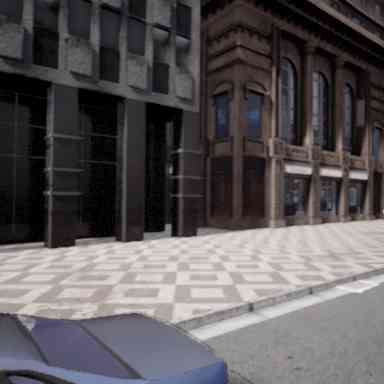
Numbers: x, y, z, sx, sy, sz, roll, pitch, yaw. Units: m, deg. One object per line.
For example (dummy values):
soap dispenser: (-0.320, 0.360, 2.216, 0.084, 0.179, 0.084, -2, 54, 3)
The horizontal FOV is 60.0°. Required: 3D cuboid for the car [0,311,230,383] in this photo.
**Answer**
car: (-2.102, 1.563, 1.689, 5.357, 1.411, 2.033, 1, -1, -38)
